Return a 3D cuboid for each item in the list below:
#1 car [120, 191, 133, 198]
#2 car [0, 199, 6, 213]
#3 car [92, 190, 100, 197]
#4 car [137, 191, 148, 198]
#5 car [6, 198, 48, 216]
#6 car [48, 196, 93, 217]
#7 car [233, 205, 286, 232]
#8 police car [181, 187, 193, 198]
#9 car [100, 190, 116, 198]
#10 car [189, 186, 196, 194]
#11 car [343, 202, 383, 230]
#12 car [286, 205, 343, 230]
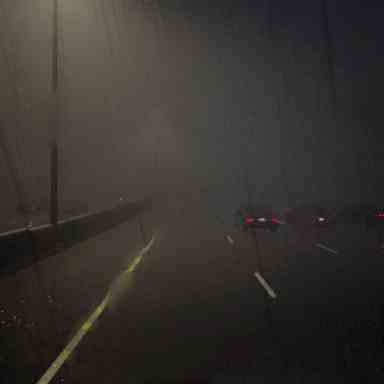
[{"bbox_3d":[-14.009,0.552,71.173,1.895,1.301,4.718,0,1,0],"label":"car"},{"bbox_3d":[-17.601,1.326,29.404,1.812,1.442,4.674,0,1,0],"label":"car"},{"bbox_3d":[-21.010,0.349,74.681,1.882,1.535,5.008,0,2,0],"label":"car"},{"bbox_3d":[-10.509,0.509,70.786,2.033,1.411,5.357,0,1,0],"label":"car"},{"bbox_3d":[-14.102,1.273,29.790,1.882,1.535,5.008,0,1,0],"label":"car"},{"bbox_3d":[-10.602,1.326,29.406,1.812,1.442,4.674,0,1,0],"label":"car"},{"bbox_3d":[3.597,1.451,19.451,2.033,1.411,5.357,0,1,0],"label":"car"},{"bbox_3d":[-1.234,0.418,70.454,1.930,1.638,5.238,0,2,0],"label":"police car"},{"bbox_3d":[-17.509,0.566,70.756,1.895,1.301,4.718,0,1,0],"label":"car"},{"bbox_3d":[-0.010,-0.436,88.184,2.150,2.045,5.566,0,2,0],"label":"car"},{"bbox_3d":[10.597,1.402,20.241,1.837,1.490,4.892,0,1,0],"label":"car"},{"bbox_3d":[7.097,1.460,20.266,1.994,1.385,4.181,0,1,0],"label":"car"}]
